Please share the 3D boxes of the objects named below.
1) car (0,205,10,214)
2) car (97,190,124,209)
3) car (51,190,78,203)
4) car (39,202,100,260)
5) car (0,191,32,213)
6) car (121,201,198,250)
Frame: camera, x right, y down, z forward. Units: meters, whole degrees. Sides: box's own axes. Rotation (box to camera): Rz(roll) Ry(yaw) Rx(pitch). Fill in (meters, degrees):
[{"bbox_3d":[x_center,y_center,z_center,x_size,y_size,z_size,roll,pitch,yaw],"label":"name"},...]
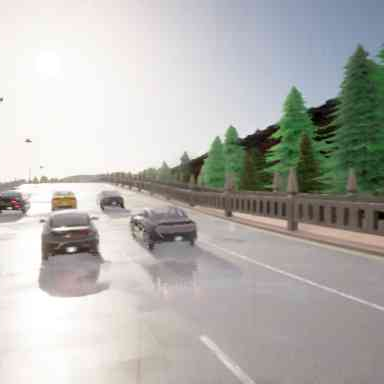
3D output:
[{"bbox_3d":[-7.828,1.499,11.183,2.128,1.511,4.902,-2,3,-21],"label":"car"},{"bbox_3d":[-6.731,0.532,27.353,1.812,1.442,4.674,-2,4,-21],"label":"car"},{"bbox_3d":[-10.199,0.533,26.613,1.882,1.535,5.008,-2,4,-21],"label":"car"},{"bbox_3d":[-4.577,1.425,12.479,1.837,1.490,4.892,-2,3,-21],"label":"car"},{"bbox_3d":[-13.310,0.675,24.961,1.837,1.490,4.892,-2,5,-21],"label":"car"},{"bbox_3d":[-1.326,1.323,13.769,2.128,1.511,4.902,-2,3,-21],"label":"car"}]
